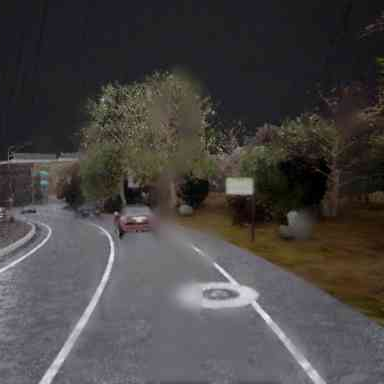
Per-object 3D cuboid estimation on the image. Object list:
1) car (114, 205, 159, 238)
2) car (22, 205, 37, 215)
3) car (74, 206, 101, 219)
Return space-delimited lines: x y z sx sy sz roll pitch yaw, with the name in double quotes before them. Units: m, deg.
"car" -3.302 1.502 19.035 2.097 1.767 4.553 -2 0 -17
"car" -26.258 2.844 53.505 1.994 1.385 4.181 -3 0 -30
"car" -11.595 2.145 36.487 1.895 1.301 4.718 -3 0 -31
